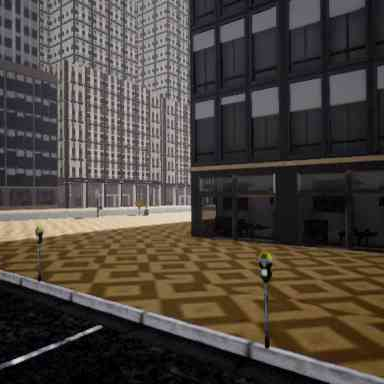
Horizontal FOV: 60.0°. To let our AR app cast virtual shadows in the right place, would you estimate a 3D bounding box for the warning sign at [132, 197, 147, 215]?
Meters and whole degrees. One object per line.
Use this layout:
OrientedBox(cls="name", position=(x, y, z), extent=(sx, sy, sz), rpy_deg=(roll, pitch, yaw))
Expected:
OrientedBox(cls="warning sign", position=(-5.715, 1.496, 36.317), extent=(1.300, 1.860, 1.060), rpy_deg=(0, 0, 36))
